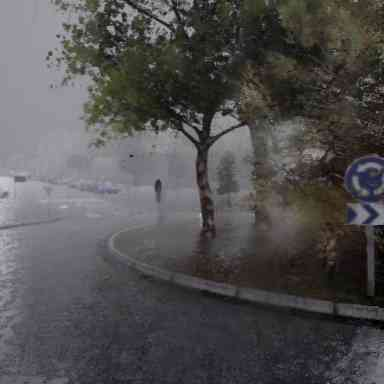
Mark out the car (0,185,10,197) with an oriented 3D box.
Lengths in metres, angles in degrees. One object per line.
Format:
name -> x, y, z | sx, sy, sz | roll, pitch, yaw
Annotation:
car -> -25.760, -0.019, 42.396 | 2.002, 1.452, 4.674 | 4, 5, 30

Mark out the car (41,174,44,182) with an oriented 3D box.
car -> -31.980, -2.784, 78.061 | 2.231, 1.521, 4.892 | 5, 4, 31

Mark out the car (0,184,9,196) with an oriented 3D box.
car -> -27.616, -0.273, 44.691 | 2.163, 1.488, 4.792 | 4, 5, 30

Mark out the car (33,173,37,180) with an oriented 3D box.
car -> -35.820, -3.279, 82.561 | 1.946, 1.575, 5.366 | 6, 4, 31

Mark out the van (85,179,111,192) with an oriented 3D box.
van -> -15.385, -0.776, 56.842 | 1.878, 1.987, 4.442 | 5, 4, 32

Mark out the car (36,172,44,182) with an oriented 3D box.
car -> -33.823, -3.284, 80.408 | 2.435, 2.045, 5.566 | 5, 4, 31

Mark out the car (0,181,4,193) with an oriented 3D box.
car -> -29.473, -0.670, 46.947 | 2.185, 1.767, 4.553 | 5, 5, 30

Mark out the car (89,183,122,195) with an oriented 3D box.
car -> -13.644, -0.300, 54.382 | 2.097, 1.535, 5.008 | 5, 4, 32

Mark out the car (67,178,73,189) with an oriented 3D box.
car -> -20.930, -1.417, 63.840 | 2.185, 1.767, 4.553 | 5, 4, 32

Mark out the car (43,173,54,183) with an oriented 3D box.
car -> -30.084, -2.787, 75.718 | 2.435, 2.045, 5.566 | 5, 4, 32

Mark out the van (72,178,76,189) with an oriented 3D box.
van -> -19.143, -1.266, 61.384 | 1.878, 1.987, 4.442 | 6, 4, 32

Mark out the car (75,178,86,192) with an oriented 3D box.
car -> -17.275, -1.046, 59.085 | 2.435, 2.045, 5.566 | 6, 4, 32

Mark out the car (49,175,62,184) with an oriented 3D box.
car -> -28.243, -2.258, 73.372 | 2.163, 1.488, 4.792 | 5, 4, 32

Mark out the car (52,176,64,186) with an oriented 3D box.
car -> -26.402, -2.037, 70.987 | 2.231, 1.521, 4.892 | 6, 4, 32

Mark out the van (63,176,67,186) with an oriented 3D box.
van -> -22.671, -1.769, 66.332 | 1.878, 1.987, 4.442 | 5, 4, 32
